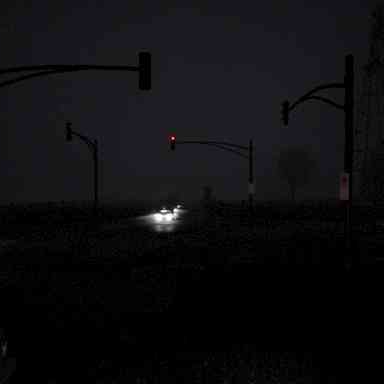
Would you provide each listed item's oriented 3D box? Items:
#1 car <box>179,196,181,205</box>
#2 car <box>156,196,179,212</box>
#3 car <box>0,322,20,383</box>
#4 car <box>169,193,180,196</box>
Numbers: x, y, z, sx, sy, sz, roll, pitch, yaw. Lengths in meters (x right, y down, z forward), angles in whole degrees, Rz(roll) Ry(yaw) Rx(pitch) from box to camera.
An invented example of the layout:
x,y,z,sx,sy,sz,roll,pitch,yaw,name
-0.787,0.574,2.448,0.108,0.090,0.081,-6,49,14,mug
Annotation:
x,y,z,sx,sy,sz,roll,pitch,yaw,name
-3.024,1.595,47.506,1.895,1.301,4.718,0,0,0,car
-2.970,1.485,37.690,2.128,1.511,4.902,0,0,-1,car
-2.671,1.547,0.882,2.033,1.411,5.357,0,0,2,car
-3.074,1.217,57.857,2.150,2.045,5.566,0,0,0,car
